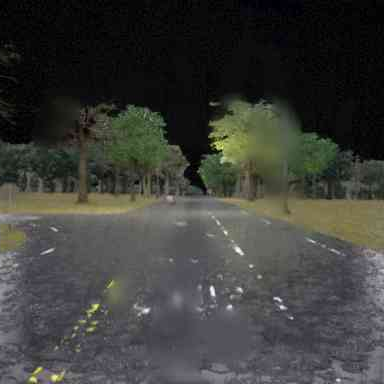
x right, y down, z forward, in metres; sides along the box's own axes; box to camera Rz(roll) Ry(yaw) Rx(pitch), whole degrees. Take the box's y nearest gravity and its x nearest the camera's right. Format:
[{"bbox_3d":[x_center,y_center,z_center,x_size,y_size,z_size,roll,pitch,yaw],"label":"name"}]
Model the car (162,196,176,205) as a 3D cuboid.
[{"bbox_3d":[-3.520,1.304,52.311,1.812,1.442,4.674,0,0,0],"label":"car"}]
